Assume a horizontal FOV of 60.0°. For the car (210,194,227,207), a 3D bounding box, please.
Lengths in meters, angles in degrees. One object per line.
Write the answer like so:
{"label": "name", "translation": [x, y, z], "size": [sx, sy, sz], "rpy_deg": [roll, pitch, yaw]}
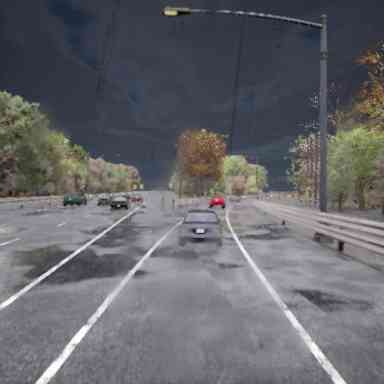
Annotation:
{"label": "car", "translation": [3.870, 1.325, 49.099], "size": [2.150, 2.045, 5.566], "rpy_deg": [0, 0, 9]}

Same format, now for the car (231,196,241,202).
{"label": "car", "translation": [10.813, 1.777, 82.286], "size": [1.994, 1.385, 4.181], "rpy_deg": [0, 0, 15]}

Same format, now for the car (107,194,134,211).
{"label": "car", "translation": [-8.300, 1.341, 39.055], "size": [1.882, 1.535, 5.008], "rpy_deg": [0, 0, -5]}

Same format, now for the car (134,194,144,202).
{"label": "car", "translation": [-10.765, 1.141, 66.049], "size": [2.097, 1.767, 4.553], "rpy_deg": [0, 0, -5]}

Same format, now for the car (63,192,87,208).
{"label": "car", "translation": [-15.916, 1.022, 45.495], "size": [2.150, 2.045, 5.566], "rpy_deg": [0, 0, -5]}

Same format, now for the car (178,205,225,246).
{"label": "car", "translation": [0.432, 1.532, 15.115], "size": [2.033, 1.411, 5.357], "rpy_deg": [1, 0, 3]}

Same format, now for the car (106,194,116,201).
{"label": "car", "translation": [-19.016, 1.233, 78.250], "size": [1.812, 1.442, 4.674], "rpy_deg": [0, 0, -5]}

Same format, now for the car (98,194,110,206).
{"label": "car", "translation": [-12.794, 1.316, 49.778], "size": [1.837, 1.490, 4.892], "rpy_deg": [0, 0, -5]}

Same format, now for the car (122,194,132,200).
{"label": "car", "translation": [-15.742, 1.223, 80.879], "size": [1.837, 1.490, 4.892], "rpy_deg": [0, 0, -5]}
